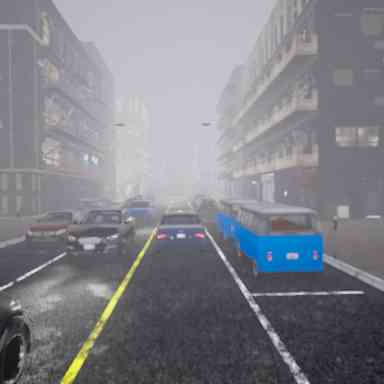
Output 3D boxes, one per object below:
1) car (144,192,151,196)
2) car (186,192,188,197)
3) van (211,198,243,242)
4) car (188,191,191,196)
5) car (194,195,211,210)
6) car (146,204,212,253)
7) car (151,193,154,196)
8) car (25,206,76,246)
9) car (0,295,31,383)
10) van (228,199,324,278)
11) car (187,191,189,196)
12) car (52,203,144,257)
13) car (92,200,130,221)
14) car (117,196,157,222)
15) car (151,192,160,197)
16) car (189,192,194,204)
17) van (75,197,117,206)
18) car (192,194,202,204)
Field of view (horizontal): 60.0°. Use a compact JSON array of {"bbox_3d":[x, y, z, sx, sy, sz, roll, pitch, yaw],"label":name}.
[{"bbox_3d":[-6.826,1.140,42.812,1.967,1.590,4.097,-1,1,-2],"label":"car"},{"bbox_3d":[0.444,1.017,59.868,1.887,1.381,4.507,-1,1,-2],"label":"car"},{"bbox_3d":[2.057,1.188,15.143,1.690,1.788,3.998,-1,0,-2],"label":"van"},{"bbox_3d":[0.847,1.008,48.686,1.967,1.590,4.097,-1,1,-2],"label":"car"},{"bbox_3d":[1.454,1.253,31.916,1.887,1.381,4.507,-1,1,-2],"label":"car"},{"bbox_3d":[-0.443,1.438,13.159,2.033,1.411,5.357,-1,0,-2],"label":"car"},{"bbox_3d":[-7.026,1.235,48.404,1.802,1.307,4.206,-1,1,-2],"label":"car"},{"bbox_3d":[-5.815,1.514,14.861,1.802,1.307,4.206,-1,0,-2],"label":"car"},{"bbox_3d":[-2.896,1.573,2.346,1.994,1.385,4.181,-1,0,-2],"label":"car"},{"bbox_3d":[2.259,1.234,9.552,1.690,1.788,3.998,-1,0,-2],"label":"van"},{"bbox_3d":[0.645,0.960,54.277,1.967,1.590,4.097,-1,1,-2],"label":"car"},{"bbox_3d":[-3.272,1.415,12.733,2.128,1.511,4.902,-1,0,-2],"label":"car"},{"bbox_3d":[-6.219,1.391,26.042,2.008,1.369,4.403,-1,0,-2],"label":"car"},{"bbox_3d":[-3.637,1.316,23.143,1.882,1.535,5.008,-1,0,-2],"label":"car"},{"bbox_3d":[-7.434,0.872,59.582,2.192,1.841,5.009,-1,1,-2],"label":"car"},{"bbox_3d":[1.049,1.055,43.096,1.967,1.590,4.097,-1,1,-2],"label":"car"},{"bbox_3d":[-6.020,1.228,20.449,1.690,1.788,3.998,-1,0,-2],"label":"van"},{"bbox_3d":[1.252,1.244,37.506,1.802,1.307,4.206,-1,1,-2],"label":"car"}]
